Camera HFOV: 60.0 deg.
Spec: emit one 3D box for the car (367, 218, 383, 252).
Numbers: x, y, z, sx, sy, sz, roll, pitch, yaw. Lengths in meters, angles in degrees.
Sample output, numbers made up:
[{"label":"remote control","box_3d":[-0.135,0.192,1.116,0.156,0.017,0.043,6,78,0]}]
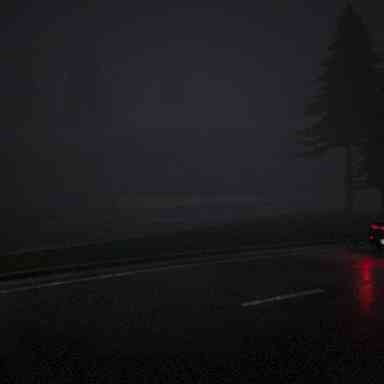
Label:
[{"label":"car","box_3d":[8.302,1.333,11.428,4.902,1.511,2.128,-1,1,-22]}]
